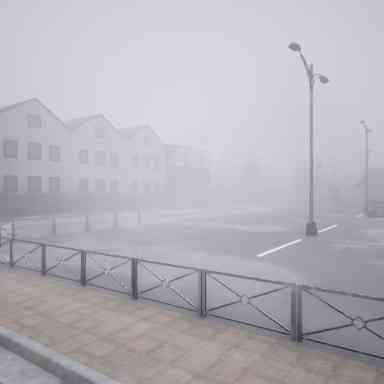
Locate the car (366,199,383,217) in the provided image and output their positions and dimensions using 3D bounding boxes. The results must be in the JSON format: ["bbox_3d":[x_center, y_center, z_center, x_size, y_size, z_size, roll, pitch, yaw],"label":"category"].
[{"bbox_3d":[15.362,1.298,26.847,2.007,1.523,4.514,0,0,35],"label":"car"}]
